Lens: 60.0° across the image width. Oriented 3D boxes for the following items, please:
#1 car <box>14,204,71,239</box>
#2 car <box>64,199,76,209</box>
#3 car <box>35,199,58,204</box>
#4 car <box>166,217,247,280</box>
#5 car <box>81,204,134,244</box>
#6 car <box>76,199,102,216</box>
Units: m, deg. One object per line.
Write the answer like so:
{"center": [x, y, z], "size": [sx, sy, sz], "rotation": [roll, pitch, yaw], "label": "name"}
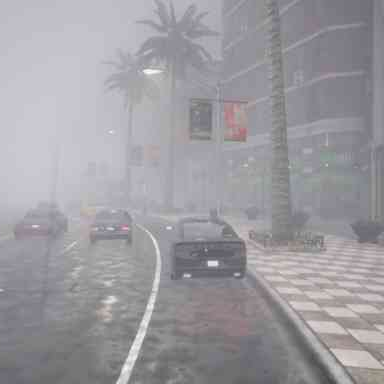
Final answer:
{"center": [-7.737, 1.557, 17.335], "size": [1.994, 1.385, 4.181], "rotation": [0, 0, -14], "label": "car"}
{"center": [-14.428, 1.533, 40.672], "size": [2.033, 1.411, 5.357], "rotation": [0, 0, -28], "label": "car"}
{"center": [-14.346, 1.466, 32.969], "size": [1.882, 1.535, 5.008], "rotation": [0, 0, -27], "label": "car"}
{"center": [0.266, 1.475, 10.020], "size": [1.882, 1.535, 5.008], "rotation": [0, 0, -5], "label": "car"}
{"center": [-3.813, 1.543, 15.975], "size": [2.033, 1.411, 5.357], "rotation": [0, 0, -11], "label": "car"}
{"center": [-8.811, 1.448, 29.470], "size": [1.801, 1.575, 5.366], "rotation": [0, 0, -25], "label": "car"}
